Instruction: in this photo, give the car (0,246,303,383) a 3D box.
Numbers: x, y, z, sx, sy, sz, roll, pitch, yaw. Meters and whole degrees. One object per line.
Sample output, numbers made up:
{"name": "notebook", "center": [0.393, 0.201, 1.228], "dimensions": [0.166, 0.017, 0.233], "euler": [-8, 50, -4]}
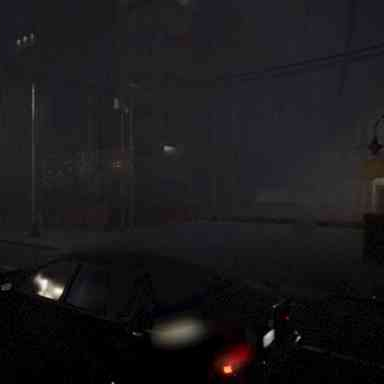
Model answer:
{"name": "car", "center": [-1.251, 1.557, 4.883], "dimensions": [5.357, 1.411, 2.033], "euler": [0, 0, 36]}
